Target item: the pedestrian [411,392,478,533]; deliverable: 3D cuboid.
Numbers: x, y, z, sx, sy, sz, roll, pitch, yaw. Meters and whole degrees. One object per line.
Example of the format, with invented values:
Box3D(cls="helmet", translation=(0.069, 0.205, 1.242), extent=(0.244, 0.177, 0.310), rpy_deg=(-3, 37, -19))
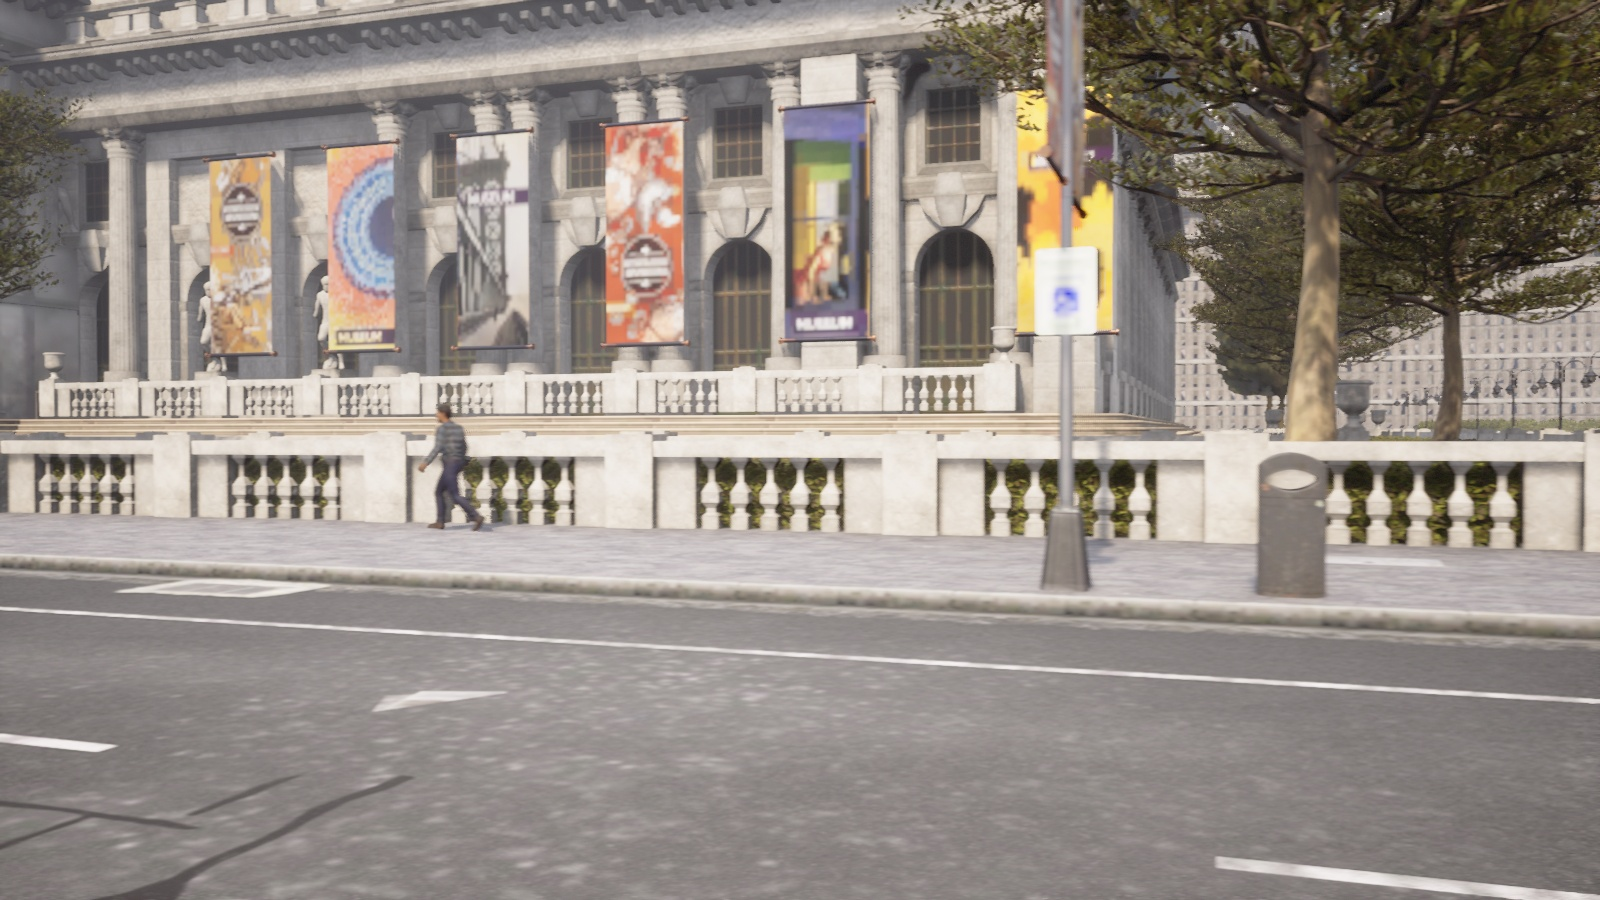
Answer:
Box3D(cls="pedestrian", translation=(-4.983, 0.165, 17.613), extent=(0.788, 1.949, 0.423), rpy_deg=(1, 1, 13))
